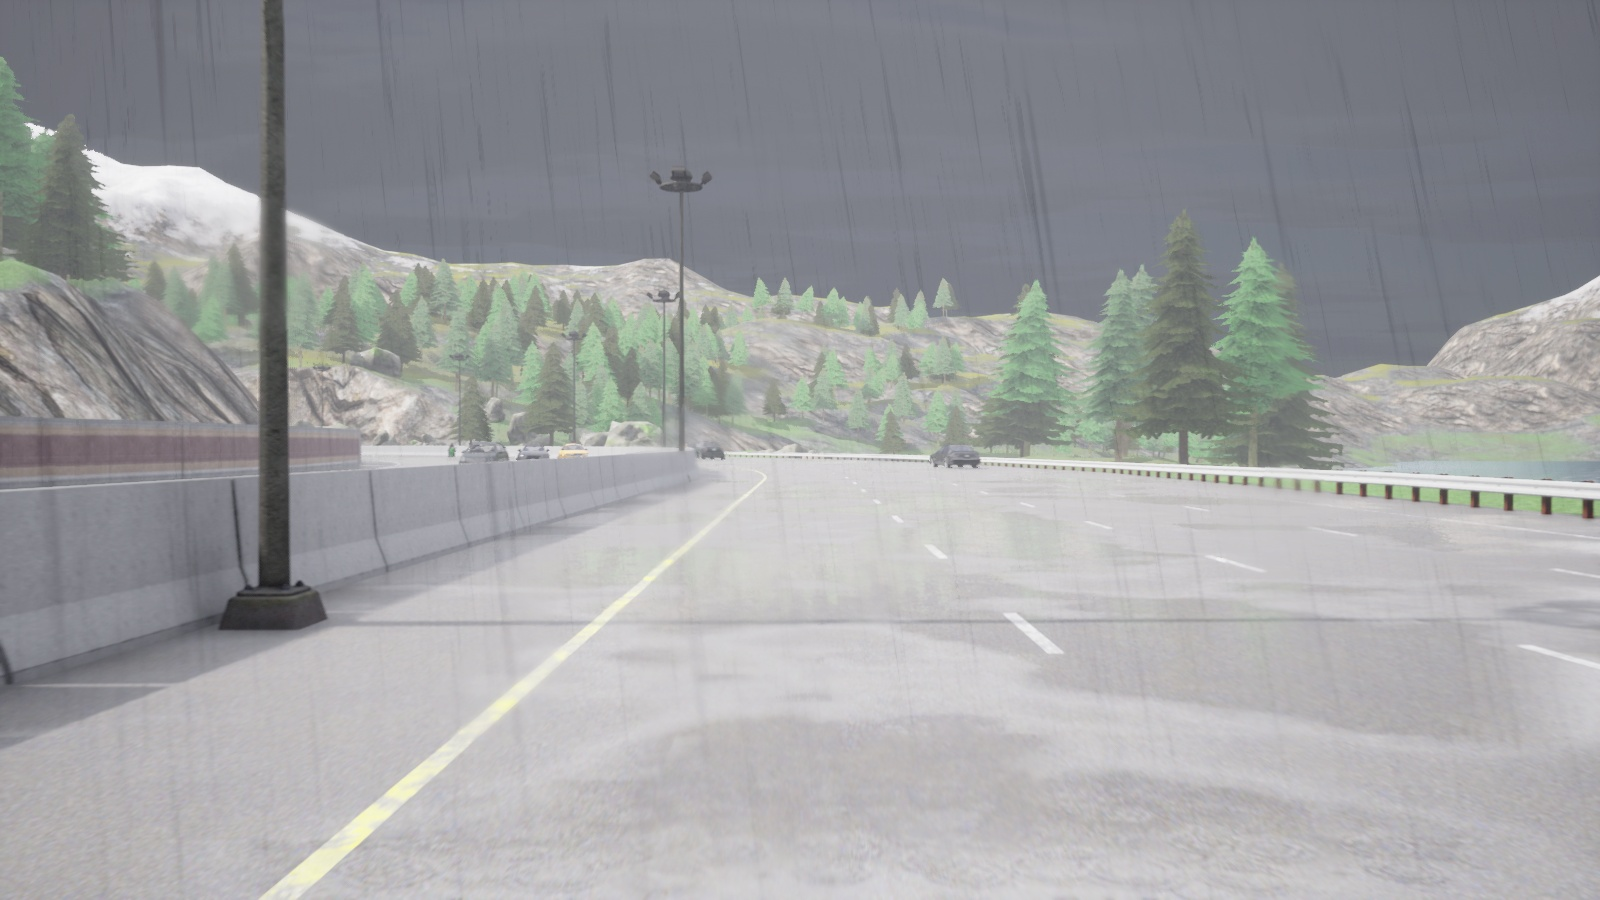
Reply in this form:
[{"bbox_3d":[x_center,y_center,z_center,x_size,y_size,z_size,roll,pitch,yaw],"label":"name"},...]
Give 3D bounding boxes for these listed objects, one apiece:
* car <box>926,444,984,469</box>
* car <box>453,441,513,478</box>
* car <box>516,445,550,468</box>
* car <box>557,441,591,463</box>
[{"bbox_3d":[9.063,0.384,73.946,2.033,1.411,5.357,0,0,-9],"label":"car"},{"bbox_3d":[-13.796,0.404,54.770,1.789,1.549,3.705,0,0,-2],"label":"car"},{"bbox_3d":[-16.569,0.358,78.013,1.994,1.385,4.181,0,0,-12],"label":"car"},{"bbox_3d":[-16.655,0.151,92.354,1.801,1.575,5.366,0,0,-17],"label":"car"}]
